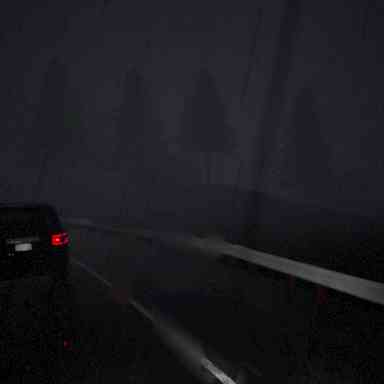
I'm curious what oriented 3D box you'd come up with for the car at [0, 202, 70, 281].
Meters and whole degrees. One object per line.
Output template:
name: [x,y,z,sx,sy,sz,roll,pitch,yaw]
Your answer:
car: [-5.075,1.309,9.418,2.150,2.045,5.566,-2,0,-33]
